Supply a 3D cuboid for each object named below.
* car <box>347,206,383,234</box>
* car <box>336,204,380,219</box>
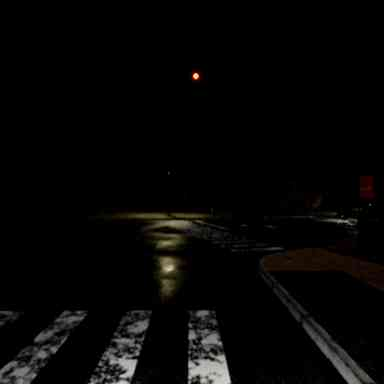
[{"bbox_3d":[11.329,1.712,18.046,4.902,1.511,2.128,1,0,-18],"label":"car"},{"bbox_3d":[15.680,1.795,29.858,5.357,1.411,2.033,1,0,-18],"label":"car"}]
